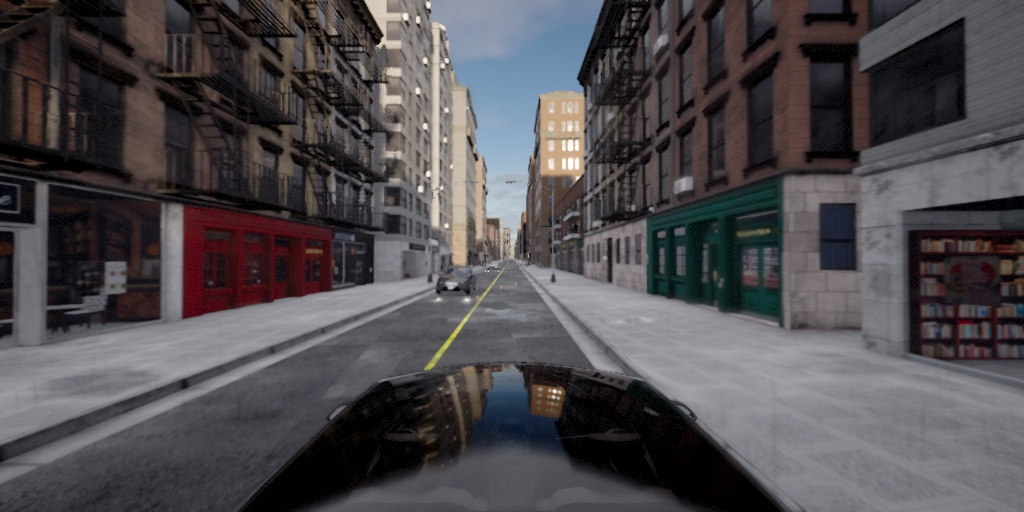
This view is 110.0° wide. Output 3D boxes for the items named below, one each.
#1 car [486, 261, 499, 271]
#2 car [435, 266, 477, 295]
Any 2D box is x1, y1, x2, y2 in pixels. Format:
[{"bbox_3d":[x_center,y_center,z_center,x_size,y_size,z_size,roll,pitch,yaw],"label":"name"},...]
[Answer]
[{"bbox_3d":[-3.078,1.597,57.281,1.812,1.442,4.674,0,0,0],"label":"car"},{"bbox_3d":[-3.100,1.357,20.667,2.128,1.511,4.902,0,0,0],"label":"car"}]
